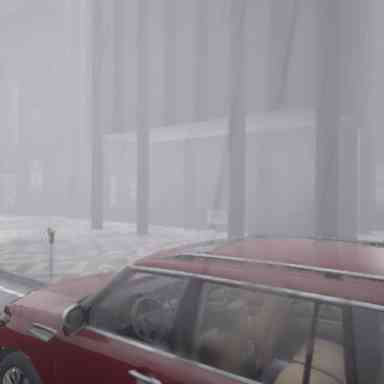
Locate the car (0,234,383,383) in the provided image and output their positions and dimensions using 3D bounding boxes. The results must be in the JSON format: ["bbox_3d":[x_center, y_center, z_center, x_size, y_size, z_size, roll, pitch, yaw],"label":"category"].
[{"bbox_3d":[0.355,1.307,2.710,5.009,1.841,2.192,0,0,36],"label":"car"}]
